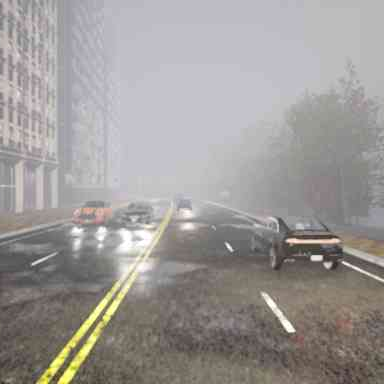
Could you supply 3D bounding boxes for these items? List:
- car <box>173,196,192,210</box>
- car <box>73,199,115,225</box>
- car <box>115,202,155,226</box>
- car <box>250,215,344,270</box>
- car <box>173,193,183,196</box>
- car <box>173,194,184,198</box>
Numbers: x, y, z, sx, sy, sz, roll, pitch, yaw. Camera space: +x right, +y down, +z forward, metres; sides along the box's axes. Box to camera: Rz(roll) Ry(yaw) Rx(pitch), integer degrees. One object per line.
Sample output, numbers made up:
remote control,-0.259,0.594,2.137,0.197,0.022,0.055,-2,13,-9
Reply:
car,-1.007,1.512,41.743,2.033,1.411,5.357,0,0,-3
car,-6.936,1.340,24.052,2.097,1.767,4.553,0,0,-1
car,-3.664,1.479,23.198,2.128,1.511,4.902,0,0,-1
car,3.175,1.485,10.954,2.128,1.511,4.902,0,0,-1
car,-2.976,1.143,73.712,2.150,2.045,5.566,0,0,-5
car,-1.756,1.509,57.682,1.994,1.385,4.181,0,0,-4
